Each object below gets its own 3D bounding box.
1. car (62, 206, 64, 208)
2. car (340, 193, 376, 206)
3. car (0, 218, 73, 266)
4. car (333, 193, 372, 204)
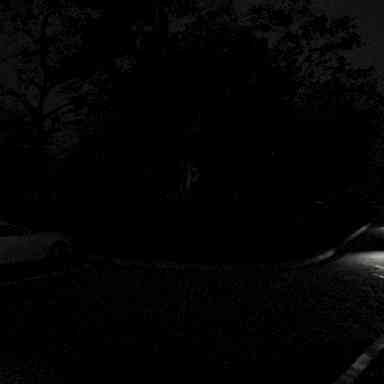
[{"bbox_3d":[-14.168,1.427,42.521,2.128,1.511,4.902,-4,-1,35],"label":"car"},{"bbox_3d":[19.612,0.866,40.190,2.128,1.511,4.902,-2,1,-32],"label":"car"},{"bbox_3d":[-5.926,1.575,10.041,2.002,1.452,4.674,0,0,36],"label":"car"},{"bbox_3d":[21.217,0.876,44.055,1.994,1.385,4.181,-1,0,-37],"label":"car"}]
